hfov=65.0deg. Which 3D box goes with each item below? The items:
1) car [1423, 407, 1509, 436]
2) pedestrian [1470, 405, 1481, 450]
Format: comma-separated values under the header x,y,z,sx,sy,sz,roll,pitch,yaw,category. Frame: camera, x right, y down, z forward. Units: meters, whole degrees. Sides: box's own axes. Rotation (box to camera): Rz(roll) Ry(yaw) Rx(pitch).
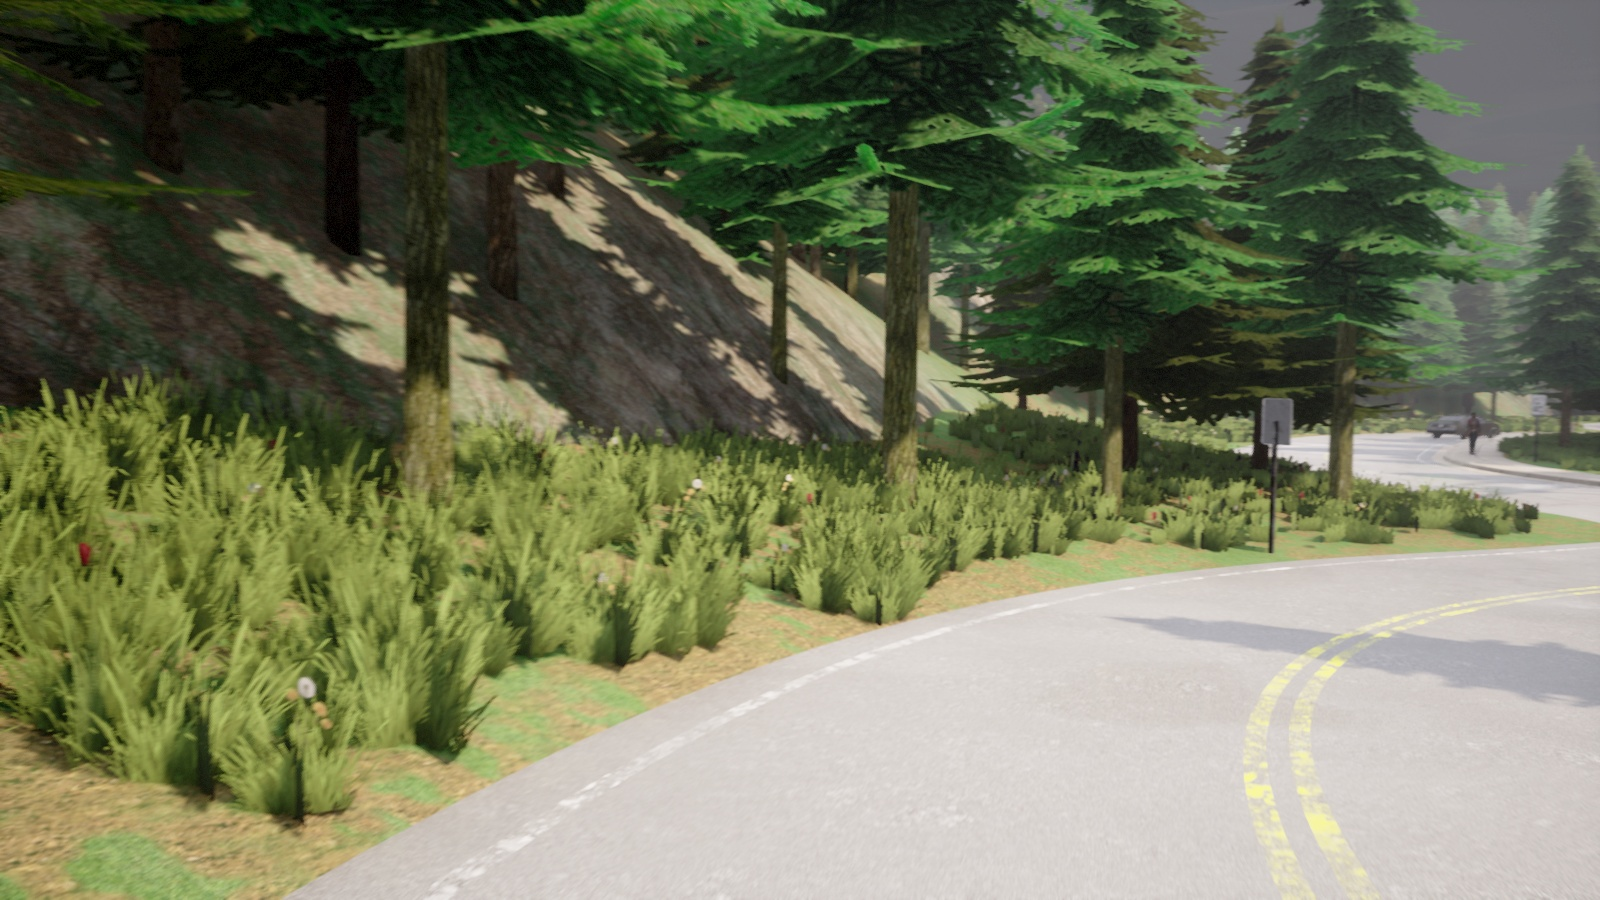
x,y,z,sx,sy,sz,roll,pitch,yaw,category
37.324,-1.625,70.338,5.357,1.411,2.033,-2,4,-35,car
27.869,-0.928,51.816,0.328,1.805,0.869,2,4,26,pedestrian
